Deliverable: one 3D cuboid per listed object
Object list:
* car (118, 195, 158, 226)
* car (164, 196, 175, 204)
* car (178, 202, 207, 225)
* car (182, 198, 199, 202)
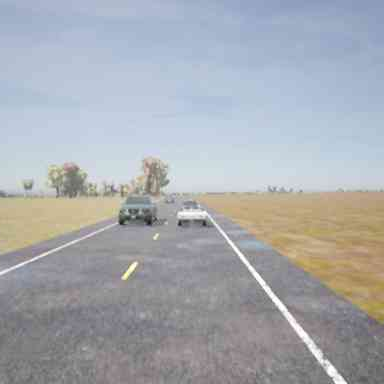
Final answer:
[{"bbox_3d":[-3.708,1.215,23.664,2.150,2.045,5.566,0,0,0],"label":"car"},{"bbox_3d":[-4.272,1.513,64.617,2.128,1.511,4.902,0,0,-1],"label":"car"},{"bbox_3d":[-0.009,1.594,23.595,1.895,1.301,4.718,0,0,0],"label":"car"},{"bbox_3d":[-0.226,1.488,41.790,2.128,1.511,4.902,0,0,-1],"label":"car"}]
